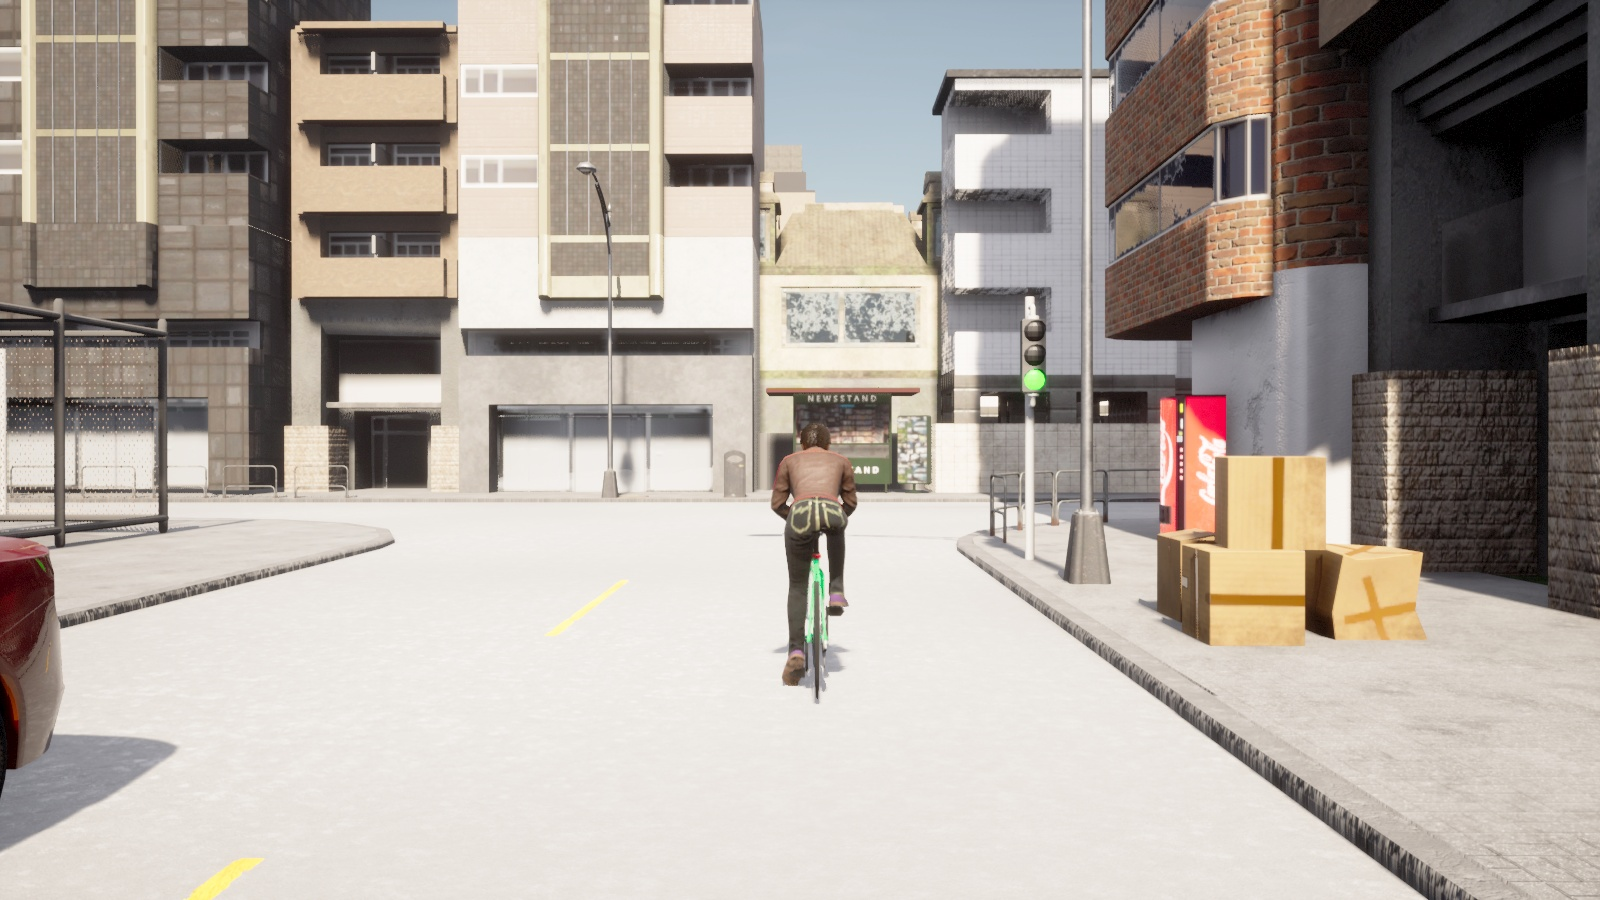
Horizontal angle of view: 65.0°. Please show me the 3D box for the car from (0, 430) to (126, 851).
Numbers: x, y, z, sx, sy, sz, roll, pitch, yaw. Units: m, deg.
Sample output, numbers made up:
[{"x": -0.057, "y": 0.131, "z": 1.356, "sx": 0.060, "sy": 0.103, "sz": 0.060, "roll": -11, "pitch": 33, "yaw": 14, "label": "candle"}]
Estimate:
[{"x": -3.923, "y": 0.704, "z": 2.906, "sx": 1.882, "sy": 1.535, "sz": 5.008, "roll": 0, "pitch": 0, "yaw": 2, "label": "car"}]

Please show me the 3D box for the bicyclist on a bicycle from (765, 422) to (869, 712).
[{"x": 0.098, "y": 0.655, "z": 7.849, "sx": 0.582, "sy": 1.620, "sz": 1.656, "roll": 0, "pitch": 0, "yaw": 0, "label": "bicyclist on a bicycle"}]
